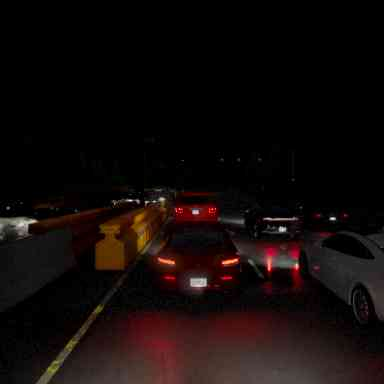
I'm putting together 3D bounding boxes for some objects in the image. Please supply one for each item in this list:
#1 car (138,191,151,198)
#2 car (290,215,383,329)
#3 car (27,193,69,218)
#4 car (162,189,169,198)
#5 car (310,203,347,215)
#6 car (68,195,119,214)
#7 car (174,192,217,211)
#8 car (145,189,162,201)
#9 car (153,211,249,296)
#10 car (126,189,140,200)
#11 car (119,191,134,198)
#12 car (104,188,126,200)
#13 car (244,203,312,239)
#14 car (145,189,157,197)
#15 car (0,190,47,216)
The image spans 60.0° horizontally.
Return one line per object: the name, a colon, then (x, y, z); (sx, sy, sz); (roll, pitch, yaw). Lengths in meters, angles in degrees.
car: (-9.991, 0.519, 70.421); (1.994, 1.385, 4.181); (0, 1, 0)
car: (3.625, 1.455, 6.656); (1.812, 1.442, 4.674); (0, 1, 0)
car: (-10.440, 1.117, 25.846); (1.882, 1.535, 5.008); (0, 1, 0)
car: (-6.509, 0.485, 68.667); (2.128, 1.511, 4.902); (0, 1, 1)
car: (7.208, 1.306, 18.990); (1.994, 1.385, 4.181); (0, 1, 0)
car: (-6.953, 1.171, 24.117); (1.837, 1.490, 4.892); (0, 1, 0)
car: (0.194, 0.981, 17.887); (2.150, 2.045, 5.566); (0, 1, 0)
car: (-6.679, 0.703, 56.419); (1.812, 1.442, 4.674); (0, 1, 1)
car: (0.136, 1.430, 8.290); (1.812, 1.442, 4.674); (0, 1, 0)
car: (-10.138, 0.682, 60.345); (1.994, 1.385, 4.181); (0, 1, 1)
car: (-13.504, 0.530, 68.843); (2.033, 1.411, 5.357); (0, 1, 0)
car: (-13.668, 0.374, 58.058); (2.150, 2.045, 5.566); (0, 1, 1)
car: (3.685, 1.281, 15.904); (2.128, 1.511, 4.902); (0, 1, 0)
car: (-9.911, 0.167, 80.638); (2.097, 1.767, 4.553); (0, 1, 0)
car: (-13.923, 0.828, 28.001); (2.150, 2.045, 5.566); (0, 1, 0)
